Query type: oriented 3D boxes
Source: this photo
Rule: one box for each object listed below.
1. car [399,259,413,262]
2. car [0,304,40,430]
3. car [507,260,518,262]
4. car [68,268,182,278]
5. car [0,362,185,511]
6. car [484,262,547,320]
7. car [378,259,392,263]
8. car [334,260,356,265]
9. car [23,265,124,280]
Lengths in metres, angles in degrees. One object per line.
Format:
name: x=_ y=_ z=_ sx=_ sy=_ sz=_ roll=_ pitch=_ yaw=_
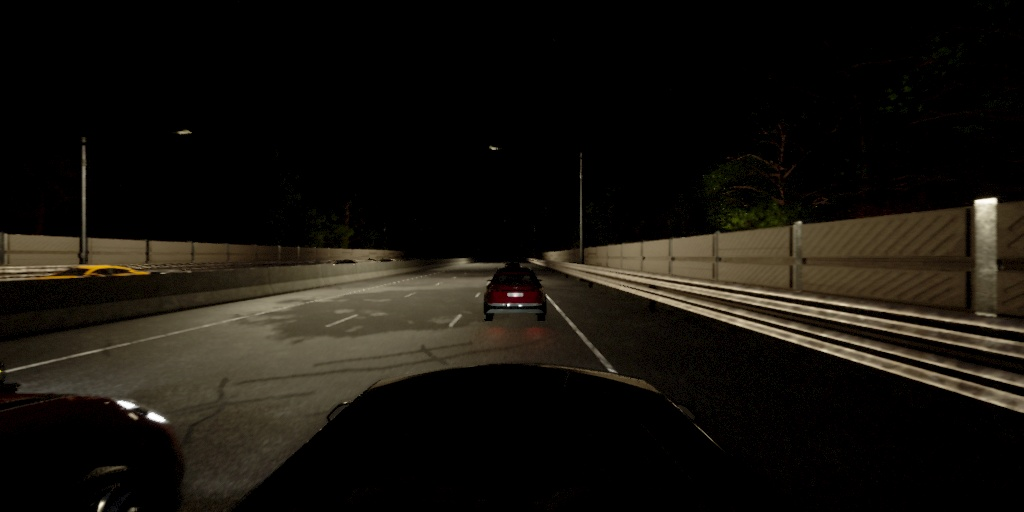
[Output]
car: x=-17.560 y=1.268 z=59.579 sx=1.837 sy=1.490 sz=4.892 roll=0 pitch=0 yaw=1
car: x=-6.902 y=1.299 z=1.795 sx=2.033 sy=1.411 sz=5.357 roll=0 pitch=0 yaw=0
car: x=0.082 y=1.263 z=43.046 sx=1.837 sy=1.490 sz=4.892 roll=0 pitch=0 yaw=0
car: x=-17.605 y=1.357 z=17.416 sx=1.895 sy=1.301 sz=4.718 roll=0 pitch=0 yaw=0
car: x=-3.407 y=1.103 z=0.659 sx=2.097 sy=1.767 sz=4.553 roll=0 pitch=0 yaw=0
car: x=0.097 y=1.182 z=12.583 sx=2.033 sy=1.649 sz=4.856 roll=0 pitch=0 yaw=0
car: x=-21.055 y=1.291 z=59.519 sx=1.812 sy=1.442 sz=4.674 roll=0 pitch=0 yaw=1
car: x=-24.580 y=1.290 z=52.973 sx=1.812 sy=1.442 sz=4.674 roll=0 pitch=0 yaw=0
car: x=-21.105 y=1.235 z=17.922 sx=1.882 sy=1.535 sz=5.008 roll=0 pitch=0 yaw=0
